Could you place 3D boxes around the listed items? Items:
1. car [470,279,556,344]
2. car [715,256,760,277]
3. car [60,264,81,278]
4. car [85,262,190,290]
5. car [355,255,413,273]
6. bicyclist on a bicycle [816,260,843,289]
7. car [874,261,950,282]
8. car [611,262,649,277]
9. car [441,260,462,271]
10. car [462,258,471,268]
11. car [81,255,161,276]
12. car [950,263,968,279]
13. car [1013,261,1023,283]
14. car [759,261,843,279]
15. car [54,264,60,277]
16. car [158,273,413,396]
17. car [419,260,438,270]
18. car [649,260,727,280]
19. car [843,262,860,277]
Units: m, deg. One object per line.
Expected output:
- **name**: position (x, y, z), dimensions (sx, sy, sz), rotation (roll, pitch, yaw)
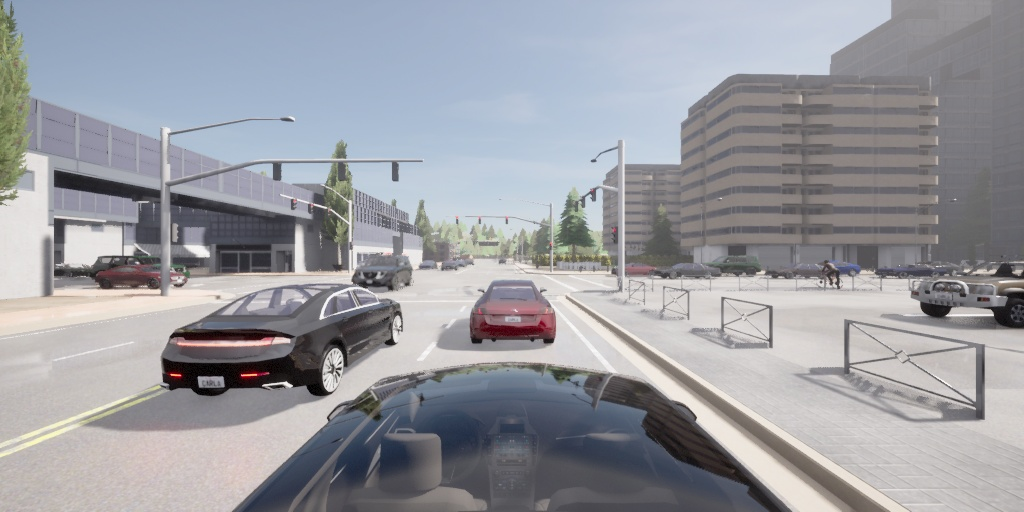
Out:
- **car**: position (0.010, 1.314, 9.623), dimensions (1.994, 1.385, 4.181), rotation (0, 0, 0)
- **car**: position (21.085, 0.971, 34.857), dimensions (5.566, 2.045, 2.150), rotation (0, 0, -2)
- **car**: position (-40.482, 1.351, 32.455), dimensions (4.718, 1.301, 1.895), rotation (0, 0, -1)
- **car**: position (-22.890, 1.276, 22.183), dimensions (4.674, 1.442, 1.812), rotation (0, 0, 0)
- **car**: position (-7.427, 0.971, 21.215), dimensions (2.150, 2.045, 5.566), rotation (0, 0, -2)
- **bicyclist on a bicycle**: position (17.925, 1.052, 20.271), dimensions (0.582, 1.620, 1.656), rotation (0, 0, -2)
- **car**: position (35.165, 1.351, 31.761), dimensions (4.718, 1.301, 1.895), rotation (0, 0, -2)
- **car**: position (11.742, 1.314, 34.576), dimensions (4.181, 1.385, 1.994), rotation (0, 0, -2)
- **car**: position (-8.369, 1.314, 48.935), dimensions (1.994, 1.385, 4.181), rotation (0, 0, -2)
- **car**: position (-8.663, 1.297, 60.333), dimensions (2.033, 1.411, 5.357), rotation (0, 0, -1)
- **car**: position (-26.447, 0.971, 25.579), dimensions (5.566, 2.045, 2.150), rotation (0, 0, -1)
- **car**: position (41.227, 1.255, 35.414), dimensions (4.892, 1.490, 1.837), rotation (0, 0, -1)
- **car**: position (43.298, 1.314, 28.363), dimensions (4.181, 1.385, 1.994), rotation (0, 0, -1)
- **car**: position (25.302, 1.297, 31.479), dimensions (5.357, 1.411, 2.033), rotation (0, 0, -2)
- **car**: position (-35.811, 1.102, 25.364), dimensions (4.553, 1.767, 2.097), rotation (0, 0, -1)
- **car**: position (-3.475, 1.242, 6.564), dimensions (2.128, 1.511, 4.902), rotation (0, 0, 0)
- **car**: position (-11.943, 1.297, 51.618), dimensions (2.033, 1.411, 5.357), rotation (0, 0, -1)
- **car**: position (15.232, 1.297, 31.179), dimensions (5.357, 1.411, 2.033), rotation (0, 0, -2)
- **car**: position (31.111, 1.228, 35.150), dimensions (5.008, 1.535, 1.882), rotation (0, 0, -2)
